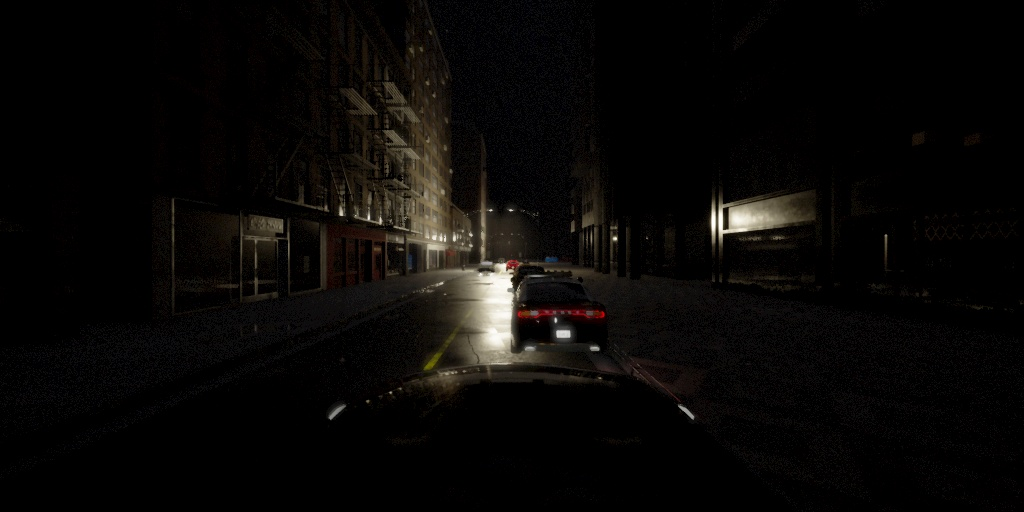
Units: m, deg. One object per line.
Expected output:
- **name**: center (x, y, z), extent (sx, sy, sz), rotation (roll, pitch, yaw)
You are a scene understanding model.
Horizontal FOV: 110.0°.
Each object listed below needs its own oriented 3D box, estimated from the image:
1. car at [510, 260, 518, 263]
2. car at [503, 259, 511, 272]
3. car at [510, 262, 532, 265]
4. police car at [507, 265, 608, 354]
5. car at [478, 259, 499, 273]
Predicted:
- **car**: center (0.955, 1.209, 25.000), extent (1.801, 1.575, 5.366), rotation (0, 0, 0)
- **car**: center (0.148, 1.301, 47.410), extent (1.812, 1.442, 4.674), rotation (0, 0, 1)
- **car**: center (0.940, 1.256, 18.809), extent (1.837, 1.490, 4.892), rotation (0, 0, 0)
- **police car**: center (0.914, 1.175, 8.919), extent (1.930, 1.638, 5.238), rotation (0, 0, 0)
- **car**: center (-3.001, 1.317, 43.240), extent (2.033, 1.411, 5.357), rotation (0, 0, 0)
